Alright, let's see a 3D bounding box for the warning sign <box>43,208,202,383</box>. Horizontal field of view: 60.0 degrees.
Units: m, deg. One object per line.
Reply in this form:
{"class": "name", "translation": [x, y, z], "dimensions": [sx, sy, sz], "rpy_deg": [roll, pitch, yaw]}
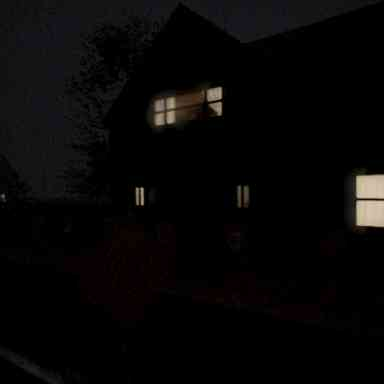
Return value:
{"class": "warning sign", "translation": [-0.693, 1.141, 3.569], "dimensions": [1.060, 1.860, 1.300], "rpy_deg": [0, 0, 36]}
